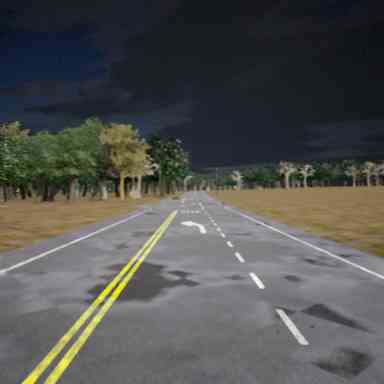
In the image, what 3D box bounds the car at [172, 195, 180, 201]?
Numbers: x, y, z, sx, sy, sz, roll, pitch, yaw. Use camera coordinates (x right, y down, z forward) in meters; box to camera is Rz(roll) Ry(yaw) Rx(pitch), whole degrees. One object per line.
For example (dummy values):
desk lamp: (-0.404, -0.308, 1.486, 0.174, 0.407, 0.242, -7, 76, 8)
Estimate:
car: (-3.733, 1.298, 77.793, 2.033, 1.411, 5.357, 0, 1, 0)
